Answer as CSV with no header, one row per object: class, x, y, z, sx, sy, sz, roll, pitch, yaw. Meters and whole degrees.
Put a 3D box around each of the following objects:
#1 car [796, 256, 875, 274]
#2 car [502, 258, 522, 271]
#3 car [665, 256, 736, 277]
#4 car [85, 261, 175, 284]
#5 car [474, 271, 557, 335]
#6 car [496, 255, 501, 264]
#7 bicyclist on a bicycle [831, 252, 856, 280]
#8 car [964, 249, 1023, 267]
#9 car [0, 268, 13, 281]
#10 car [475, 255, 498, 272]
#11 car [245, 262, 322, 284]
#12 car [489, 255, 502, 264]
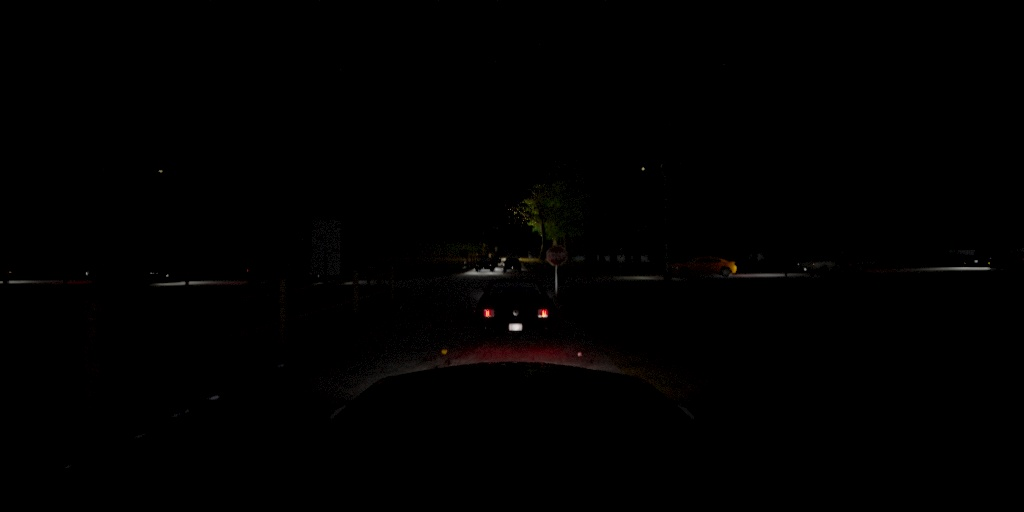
car,24.701,0.644,27.545,4.718,1.301,1.895,-2,-1,0
car,0.027,0.922,39.481,1.837,1.490,4.892,0,1,0
car,14.366,0.794,27.493,5.008,1.535,1.882,-1,-1,0
car,-25.825,1.070,24.353,4.892,1.490,1.837,0,-1,0
car,0.082,1.286,10.224,1.895,1.301,4.718,0,0,0
car,-2.924,0.877,49.780,1.895,1.301,4.718,0,1,0
bicyclist on a bicycle,19.857,0.592,21.534,0.582,1.620,1.656,-1,0,0
car,37.710,0.137,27.590,4.181,1.385,1.994,-2,-1,0
car,-37.566,0.998,24.304,5.357,1.411,2.033,1,-1,0
car,-2.948,0.936,39.980,1.812,1.442,4.674,0,1,1
car,-15.503,1.097,24.401,4.674,1.442,1.812,0,-1,0
car,-2.882,0.593,63.436,2.033,1.411,5.357,0,1,0
